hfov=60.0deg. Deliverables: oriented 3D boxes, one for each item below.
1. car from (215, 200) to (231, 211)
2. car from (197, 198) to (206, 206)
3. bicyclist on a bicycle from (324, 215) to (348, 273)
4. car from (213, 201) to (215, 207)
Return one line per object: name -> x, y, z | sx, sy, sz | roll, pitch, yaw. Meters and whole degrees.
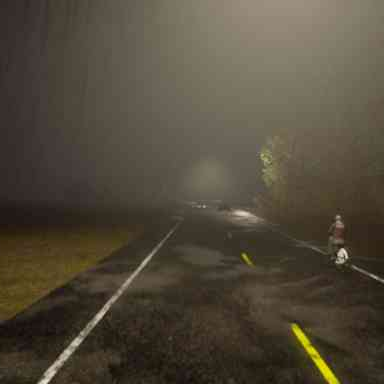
car -> 5.114, 2.354, 53.677 | 1.895, 1.301, 4.718 | 2, -1, 2
car -> 2.295, 2.509, 79.437 | 1.994, 1.385, 4.181 | 2, -1, 2
bicyclist on a bicycle -> 4.689, 1.634, 10.891 | 0.659, 1.776, 1.843 | 2, 0, 2
car -> 5.594, 2.506, 72.780 | 2.128, 1.511, 4.902 | 2, -1, 2
